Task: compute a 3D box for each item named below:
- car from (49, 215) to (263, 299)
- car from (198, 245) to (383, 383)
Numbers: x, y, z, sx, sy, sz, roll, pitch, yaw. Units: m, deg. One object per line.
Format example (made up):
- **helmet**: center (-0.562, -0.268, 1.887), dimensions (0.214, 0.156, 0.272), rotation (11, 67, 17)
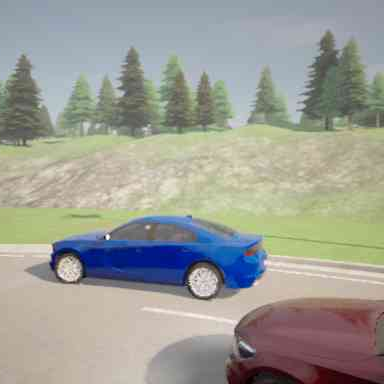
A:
- **car**: center (-0.856, 1.260, 7.600), dimensions (5.008, 1.535, 1.882), rotation (1, 1, 18)
- **car**: center (2.479, 1.464, 2.393), dimensions (4.674, 1.442, 1.812), rotation (2, 1, 38)
